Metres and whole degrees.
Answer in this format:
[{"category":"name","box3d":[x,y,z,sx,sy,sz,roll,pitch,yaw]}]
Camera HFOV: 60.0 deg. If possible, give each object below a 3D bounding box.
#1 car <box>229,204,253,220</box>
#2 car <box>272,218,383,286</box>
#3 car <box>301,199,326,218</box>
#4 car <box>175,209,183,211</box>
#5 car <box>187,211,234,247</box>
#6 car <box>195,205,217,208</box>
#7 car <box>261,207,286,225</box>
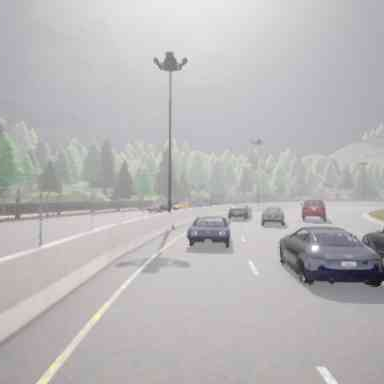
[{"category":"car","box3d":[4.949,1.980,33.609,2.128,1.511,4.902,0,-1,18]},{"category":"car","box3d":[3.880,1.721,9.955,1.994,1.385,4.181,0,-1,4]},{"category":"car","box3d":[12.030,1.732,32.911,2.150,2.045,5.566,0,-1,19]},{"category":"car","box3d":[-1.055,2.149,47.768,1.882,1.535,5.008,0,-1,24]},{"category":"car","box3d":[0.990,1.834,16.434,1.895,1.301,4.718,0,-1,7]},{"category":"car","box3d":[2.127,1.979,46.312,2.150,2.045,5.566,0,-1,24]},{"category":"car","box3d":[6.789,1.963,27.739,2.033,1.411,5.357,0,-1,15]}]
